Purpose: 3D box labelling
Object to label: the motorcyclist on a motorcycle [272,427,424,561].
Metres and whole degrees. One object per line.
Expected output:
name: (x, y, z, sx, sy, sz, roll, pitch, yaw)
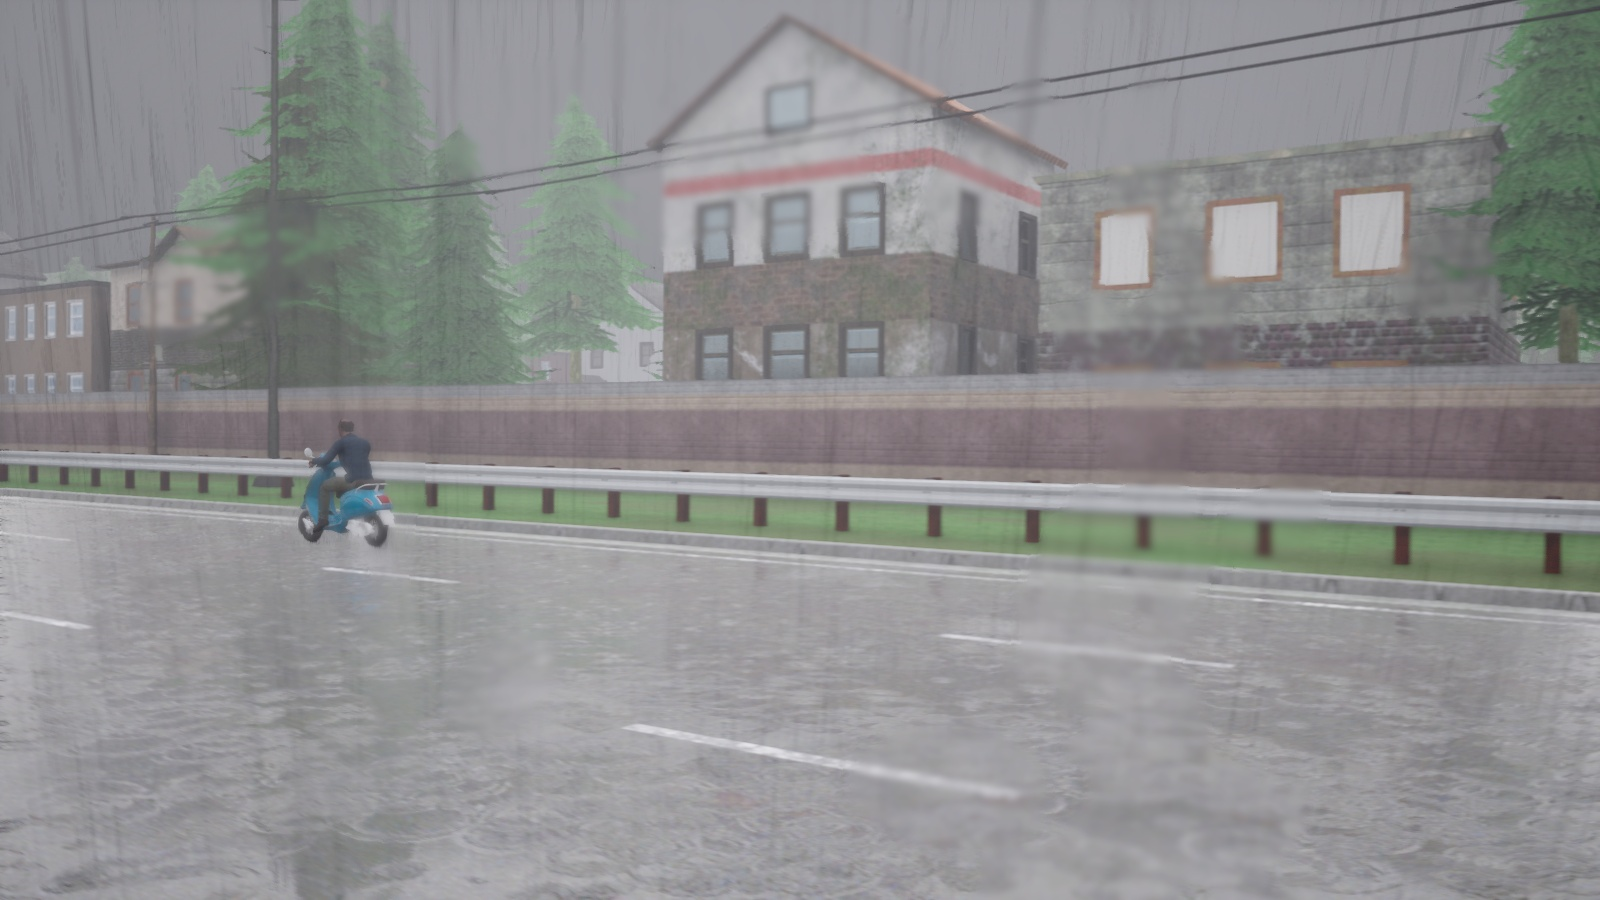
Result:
motorcyclist on a motorcycle: (-5.706, 0.521, 15.817, 1.817, 1.590, 0.866, 0, 1, 34)
